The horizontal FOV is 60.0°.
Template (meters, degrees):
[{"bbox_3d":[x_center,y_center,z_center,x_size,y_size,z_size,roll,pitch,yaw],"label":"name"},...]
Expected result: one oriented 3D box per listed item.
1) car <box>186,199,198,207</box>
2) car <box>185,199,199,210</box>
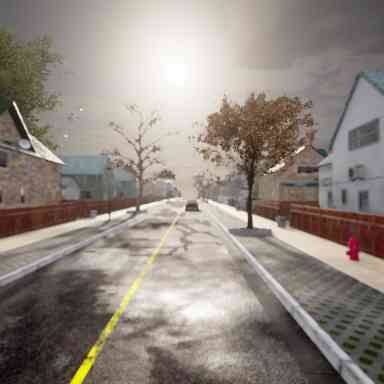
[{"bbox_3d":[-0.001,1.823,55.542,1.895,1.301,4.718,0,0,0],"label":"car"},{"bbox_3d":[-0.002,1.718,45.089,2.033,1.411,5.357,0,0,0],"label":"car"}]
